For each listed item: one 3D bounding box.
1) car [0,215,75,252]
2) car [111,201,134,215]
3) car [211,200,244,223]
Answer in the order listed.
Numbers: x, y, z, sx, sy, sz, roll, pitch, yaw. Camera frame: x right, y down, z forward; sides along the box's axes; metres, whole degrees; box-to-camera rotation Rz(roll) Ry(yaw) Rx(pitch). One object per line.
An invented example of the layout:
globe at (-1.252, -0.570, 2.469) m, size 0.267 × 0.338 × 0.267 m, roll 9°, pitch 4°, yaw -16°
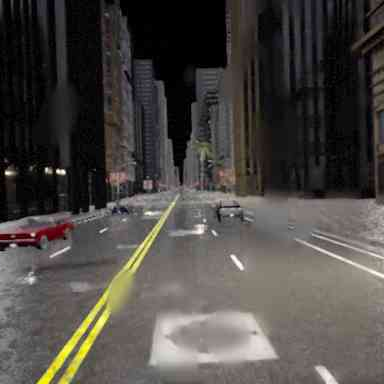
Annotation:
car at (-6.984, 1.766, 15.094) m, size 1.895 × 1.301 × 4.718 m, roll -2°, pitch 0°, yaw -2°
car at (-7.525, 1.705, 36.222) m, size 1.895 × 1.301 × 4.718 m, roll -2°, pitch 0°, yaw -2°
car at (2.576, 1.347, 24.571) m, size 2.128 × 1.511 × 4.902 m, roll -2°, pitch 0°, yaw -2°
